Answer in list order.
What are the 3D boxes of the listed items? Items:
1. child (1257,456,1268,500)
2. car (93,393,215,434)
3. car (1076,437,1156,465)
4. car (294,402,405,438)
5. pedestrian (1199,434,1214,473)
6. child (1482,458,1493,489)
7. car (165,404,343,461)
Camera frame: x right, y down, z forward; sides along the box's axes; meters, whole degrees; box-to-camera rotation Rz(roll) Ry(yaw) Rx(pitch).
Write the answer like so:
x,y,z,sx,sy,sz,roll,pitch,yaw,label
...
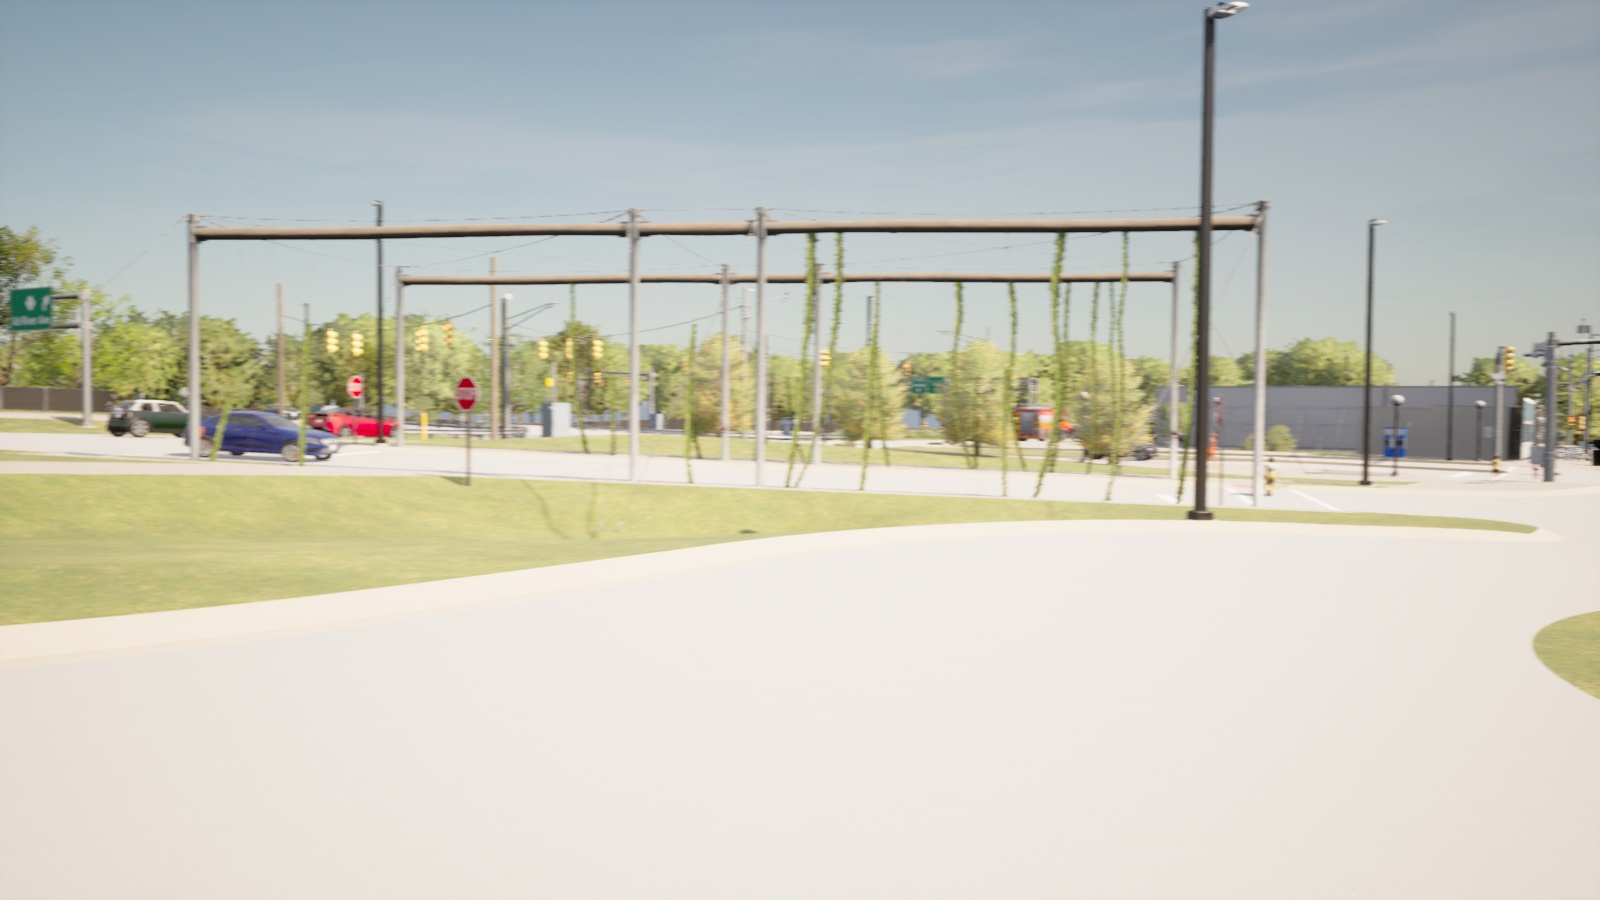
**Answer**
x,y,z,sx,sy,sz,roll,pitch,yaw,label
13.796,0.836,37.465,0.270,1.263,0.437,2,2,19,child
-25.660,-1.432,49.993,1.970,1.475,3.806,2,1,34,car
18.375,0.027,73.051,4.193,1.474,1.816,2,2,28,car
-20.692,-1.363,57.873,2.007,1.525,4.514,2,1,31,car
19.347,0.151,59.802,0.594,1.836,0.345,2,2,29,pedestrian
25.613,0.877,46.774,0.255,1.110,0.394,3,3,41,child
-16.581,-0.546,38.221,4.674,1.442,1.812,3,2,8,car
